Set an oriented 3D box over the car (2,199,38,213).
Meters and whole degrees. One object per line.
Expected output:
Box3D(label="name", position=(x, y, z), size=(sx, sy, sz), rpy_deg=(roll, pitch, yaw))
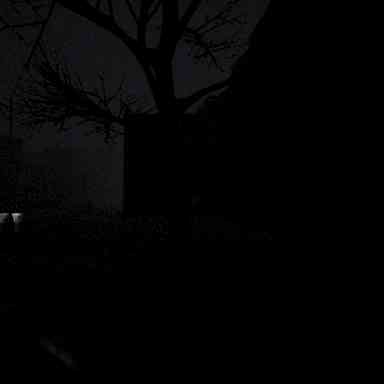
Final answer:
Box3D(label="car", position=(-19.784, 1.583, 38.492), size=(1.837, 1.490, 4.892), rpy_deg=(1, 0, 6))
